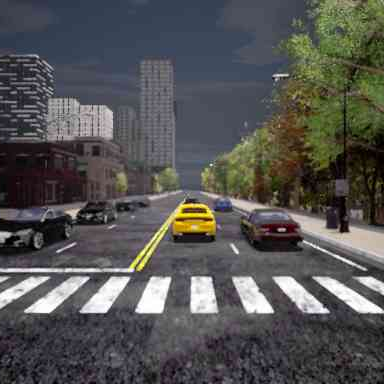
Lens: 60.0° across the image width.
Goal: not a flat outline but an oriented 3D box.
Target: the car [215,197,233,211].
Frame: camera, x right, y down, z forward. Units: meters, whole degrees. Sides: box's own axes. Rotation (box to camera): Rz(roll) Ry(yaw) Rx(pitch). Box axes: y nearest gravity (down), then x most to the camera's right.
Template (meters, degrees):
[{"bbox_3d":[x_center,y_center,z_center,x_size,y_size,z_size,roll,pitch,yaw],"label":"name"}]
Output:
[{"bbox_3d":[3.347,1.304,36.645,2.033,1.411,5.357,0,0,0],"label":"car"}]

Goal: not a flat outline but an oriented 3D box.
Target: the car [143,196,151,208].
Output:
[{"bbox_3d":[-6.503,1.259,43.570,2.033,1.411,5.357,0,0,0],"label":"car"}]

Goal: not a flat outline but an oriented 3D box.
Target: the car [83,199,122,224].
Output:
[{"bbox_3d":[-6.572,1.350,23.410,1.837,1.490,4.892,0,0,0],"label":"car"}]

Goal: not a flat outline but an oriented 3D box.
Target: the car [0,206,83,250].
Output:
[{"bbox_3d":[-6.608,1.399,13.936,2.128,1.511,4.902,0,0,1],"label":"car"}]

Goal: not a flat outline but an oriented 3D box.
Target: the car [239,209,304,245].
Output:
[{"bbox_3d":[3.348,1.448,14.938,2.033,1.411,5.357,0,0,0],"label":"car"}]

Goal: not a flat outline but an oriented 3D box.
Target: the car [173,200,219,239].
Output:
[{"bbox_3d":[0.099,1.366,16.765,1.882,1.535,5.008,0,0,0],"label":"car"}]

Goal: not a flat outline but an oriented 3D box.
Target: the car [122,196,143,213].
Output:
[{"bbox_3d":[-6.504,1.344,33.147,1.994,1.385,4.181,0,0,0],"label":"car"}]

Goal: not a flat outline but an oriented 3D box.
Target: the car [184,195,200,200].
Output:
[{"bbox_3d":[-0.003,1.192,45.250,2.128,1.511,4.902,0,0,0],"label":"car"}]
